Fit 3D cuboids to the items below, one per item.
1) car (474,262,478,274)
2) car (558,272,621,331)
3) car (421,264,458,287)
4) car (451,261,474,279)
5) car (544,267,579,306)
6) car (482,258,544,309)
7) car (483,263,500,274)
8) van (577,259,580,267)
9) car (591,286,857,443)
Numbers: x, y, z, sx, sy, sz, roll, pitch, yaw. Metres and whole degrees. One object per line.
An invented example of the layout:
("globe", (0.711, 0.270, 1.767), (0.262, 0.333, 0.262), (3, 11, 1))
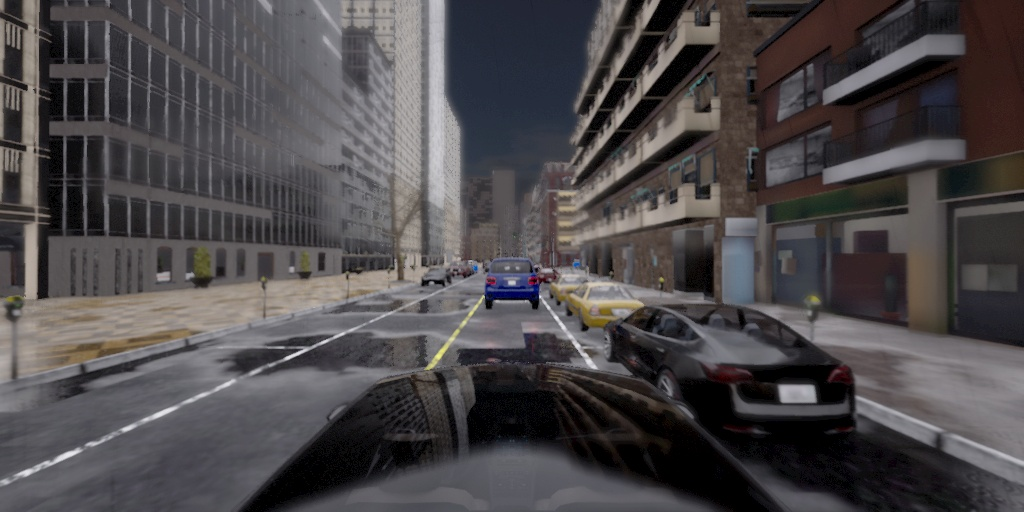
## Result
("car", (-5.682, 1.737, 44.103), (1.948, 1.339, 4.313), (0, 0, 0))
("car", (2.692, 1.364, 11.135), (1.751, 1.417, 4.829), (0, 0, 0))
("car", (-5.685, 1.569, 27.536), (1.948, 1.339, 4.313), (0, 0, 0))
("car", (-5.683, 1.429, 38.580), (2.192, 1.841, 5.009), (0, 0, 0))
("car", (2.692, 1.418, 16.658), (1.751, 1.417, 4.829), (0, 0, 0))
("car", (0.005, 1.104, 15.875), (2.150, 2.045, 5.566), (0, 0, 0))
("car", (-2.992, 1.760, 53.305), (2.128, 1.511, 4.902), (0, -1, 0))
("van", (13.756, 1.502, 61.204), (3.998, 1.789, 1.690), (0, 0, 0))
("car", (2.691, 1.351, 5.443), (1.948, 1.339, 4.313), (0, 0, 0))
